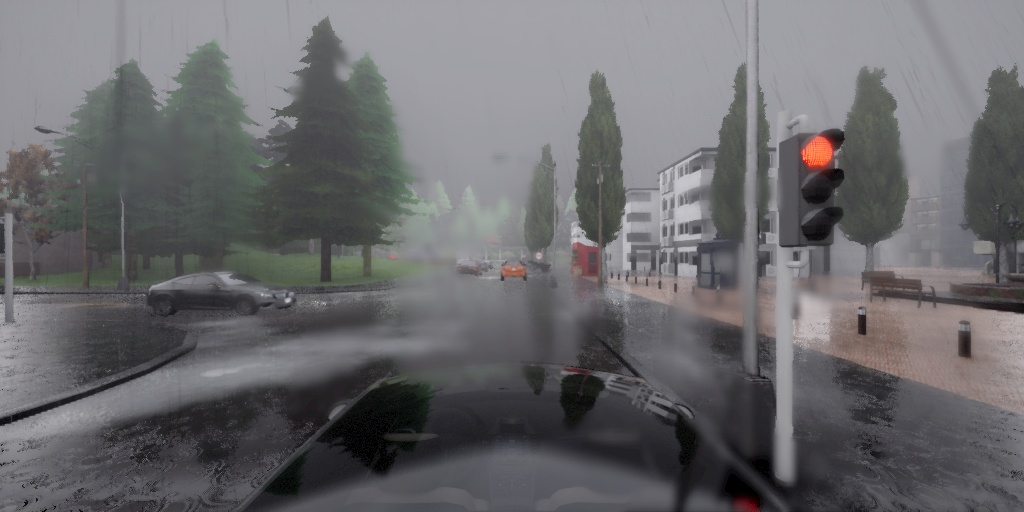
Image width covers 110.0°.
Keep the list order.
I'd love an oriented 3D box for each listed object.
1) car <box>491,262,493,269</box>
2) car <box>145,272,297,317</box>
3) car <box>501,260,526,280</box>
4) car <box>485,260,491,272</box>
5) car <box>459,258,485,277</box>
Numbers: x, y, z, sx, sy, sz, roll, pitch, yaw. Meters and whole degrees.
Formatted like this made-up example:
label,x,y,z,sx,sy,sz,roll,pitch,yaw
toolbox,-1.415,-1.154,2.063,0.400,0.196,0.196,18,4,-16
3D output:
label,x,y,z,sx,sy,sz,roll,pitch,yaw
car,-4.039,1.276,55.776,1.812,1.442,4.674,0,0,0
car,-10.096,1.276,12.564,4.674,1.442,1.812,0,0,3
car,0.132,1.102,31.549,2.097,1.767,4.553,0,0,0
car,-4.081,1.314,45.649,1.994,1.385,4.181,0,0,0
car,-4.095,1.228,35.729,1.882,1.535,5.008,0,0,0
